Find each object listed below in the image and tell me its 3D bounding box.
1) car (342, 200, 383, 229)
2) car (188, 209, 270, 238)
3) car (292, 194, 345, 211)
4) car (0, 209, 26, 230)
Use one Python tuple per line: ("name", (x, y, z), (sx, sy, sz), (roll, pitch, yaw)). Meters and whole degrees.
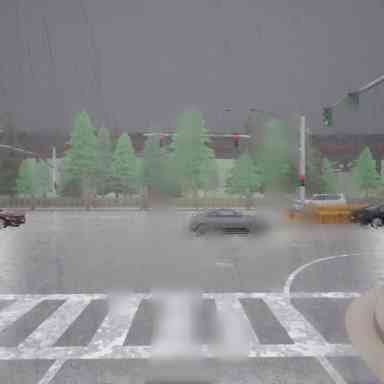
("car", (12.635, 1.477, 21.163), (5.008, 1.535, 1.882), (0, 0, -2))
("car", (1.900, 1.564, 17.337), (4.181, 1.385, 1.994), (0, 0, -2))
("car", (13.548, 1.221, 35.398), (5.566, 2.045, 2.150), (0, 0, -2))
("car", (-12.873, 1.477, 20.393), (5.008, 1.535, 1.882), (0, 0, -2))
